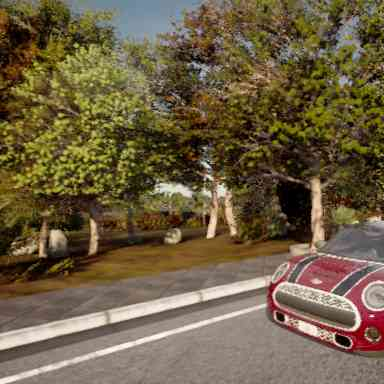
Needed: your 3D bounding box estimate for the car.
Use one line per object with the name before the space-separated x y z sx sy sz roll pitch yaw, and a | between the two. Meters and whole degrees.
car | 3.477 1.354 6.043 4.553 1.767 2.097 0 0 -36
